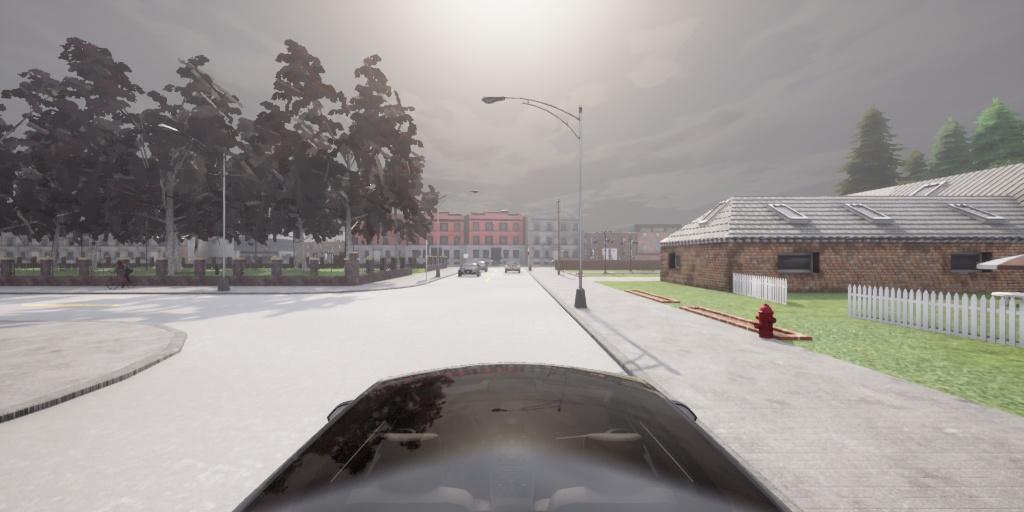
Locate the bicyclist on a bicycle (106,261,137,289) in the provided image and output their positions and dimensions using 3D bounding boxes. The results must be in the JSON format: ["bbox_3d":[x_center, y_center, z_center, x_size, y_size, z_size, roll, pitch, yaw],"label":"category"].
[{"bbox_3d":[-22.656,1.098,20.842,0.582,1.620,1.656,0,0,0],"label":"bicyclist on a bicycle"}]

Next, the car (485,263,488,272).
[{"bbox_3d":[-4.108,1.312,45.582,1.994,1.385,4.181,0,0,0],"label":"car"}]

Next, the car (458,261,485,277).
[{"bbox_3d":[-4.124,1.312,35.597,1.994,1.385,4.181,0,0,0],"label":"car"}]

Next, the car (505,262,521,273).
[{"bbox_3d":[0.069,1.349,43.574,1.895,1.301,4.718,0,0,0],"label":"car"}]
